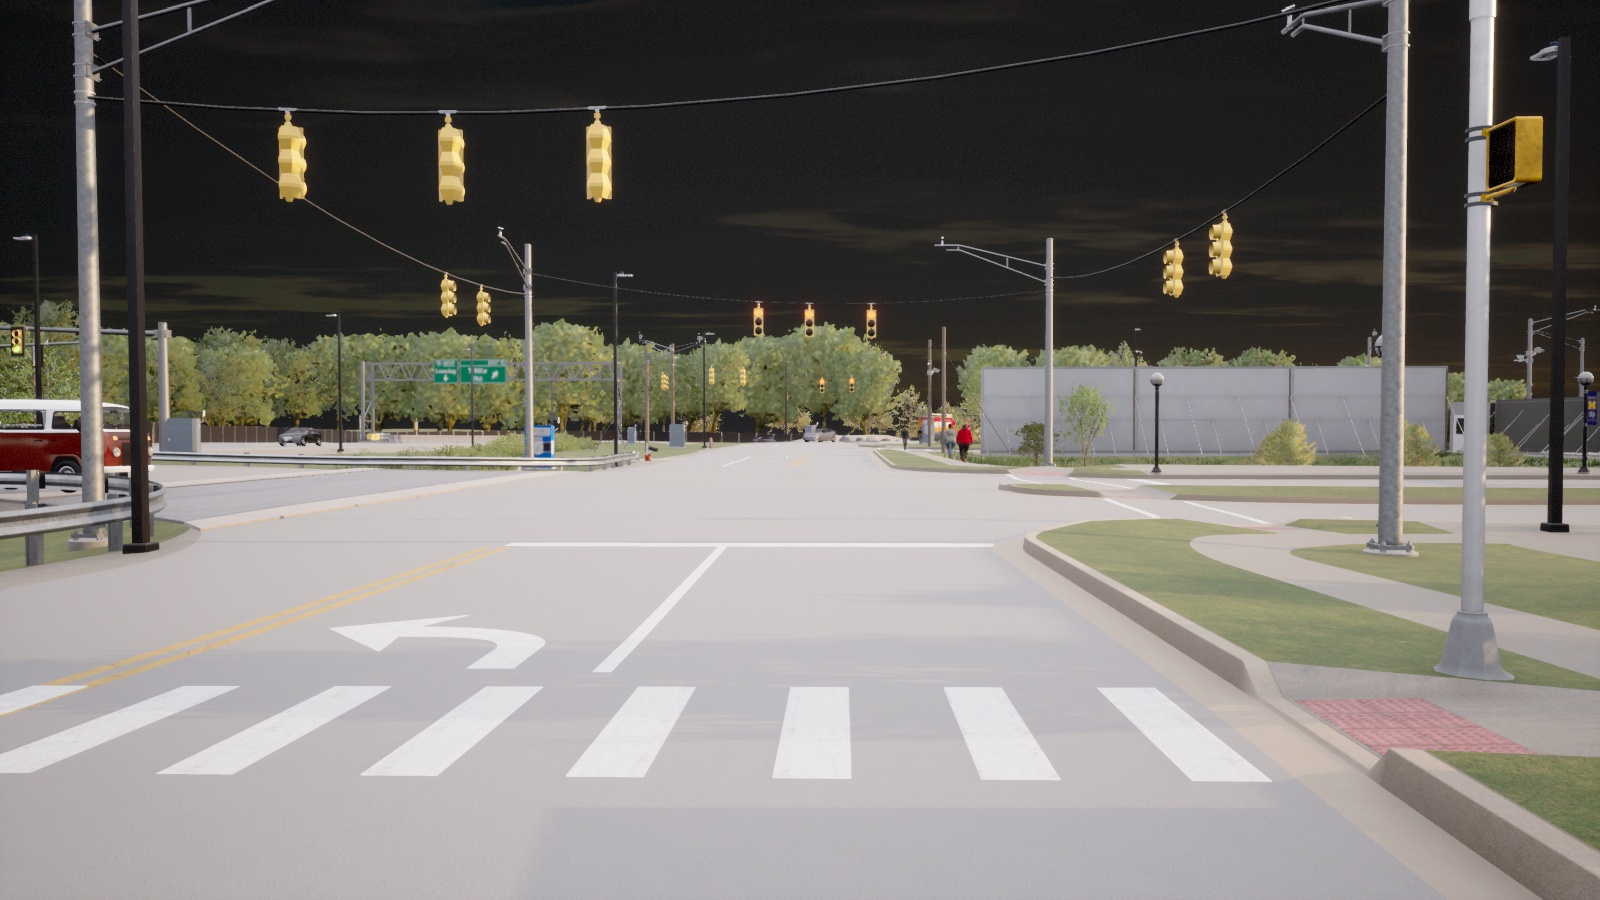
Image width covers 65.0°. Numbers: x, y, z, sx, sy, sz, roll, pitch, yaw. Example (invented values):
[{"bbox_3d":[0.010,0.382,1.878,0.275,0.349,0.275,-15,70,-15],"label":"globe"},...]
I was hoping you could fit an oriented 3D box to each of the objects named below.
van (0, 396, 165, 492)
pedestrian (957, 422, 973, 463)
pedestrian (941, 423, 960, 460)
[{"bbox_3d":[-16.841,-0.136,27.853,4.480,2.038,2.069,0,1,5],"label":"van"},{"bbox_3d":[7.483,-0.361,57.140,0.634,1.844,0.899,0,2,2],"label":"pedestrian"},{"bbox_3d":[7.589,-0.444,63.376,0.874,1.855,0.900,0,2,1],"label":"pedestrian"}]
